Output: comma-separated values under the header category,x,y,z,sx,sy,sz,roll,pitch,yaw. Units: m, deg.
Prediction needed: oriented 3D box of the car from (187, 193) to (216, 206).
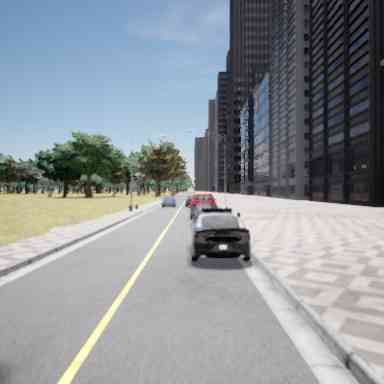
category,x,y,z,sx,sy,sz,roll,pitch,yaw
car,0.902,1.113,28.126,2.150,2.045,5.566,0,0,0

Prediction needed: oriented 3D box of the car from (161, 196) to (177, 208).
category,x,y,z,sx,sy,sz,roll,pitch,yaw
car,-3.074,1.330,44.707,1.812,1.442,4.674,0,0,0

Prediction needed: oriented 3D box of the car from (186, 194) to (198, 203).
category,x,y,z,sx,sy,sz,roll,pitch,yaw
car,0.009,1.199,62.003,2.128,1.511,4.902,0,0,0

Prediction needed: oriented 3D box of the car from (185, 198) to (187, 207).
category,x,y,z,sx,sy,sz,roll,pitch,yaw
car,0.019,1.292,47.664,1.837,1.490,4.892,0,0,0

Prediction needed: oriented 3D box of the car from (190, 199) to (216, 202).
category,x,y,z,sx,sy,sz,roll,pitch,yaw
car,0.904,1.442,22.097,1.812,1.442,4.674,0,0,0

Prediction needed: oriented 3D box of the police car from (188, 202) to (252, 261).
category,x,y,z,sx,sy,sz,roll,pitch,yaw
police car,0.902,1.382,12.206,1.930,1.638,5.238,0,0,0
